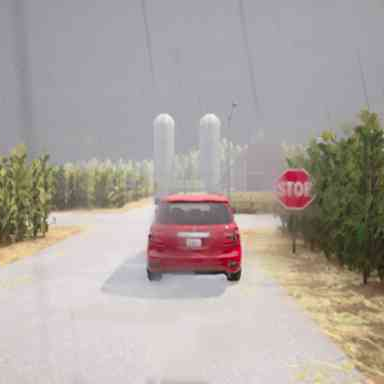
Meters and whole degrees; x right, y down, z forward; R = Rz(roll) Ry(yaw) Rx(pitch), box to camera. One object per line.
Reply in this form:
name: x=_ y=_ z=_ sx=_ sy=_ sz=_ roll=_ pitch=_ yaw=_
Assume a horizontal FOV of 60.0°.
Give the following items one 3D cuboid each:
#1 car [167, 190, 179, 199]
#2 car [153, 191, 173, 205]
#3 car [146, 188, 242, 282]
car: x=-3.251 y=0.418 z=57.751 sx=1.895 sy=1.301 sz=4.718 roll=0 pitch=1 yaw=0
car: x=-3.270 y=0.652 z=38.697 sx=1.882 sy=1.535 sz=5.008 roll=0 pitch=1 yaw=0
car: x=0.079 y=1.035 z=9.389 sx=2.150 sy=2.045 sz=5.566 roll=0 pitch=2 yaw=1
